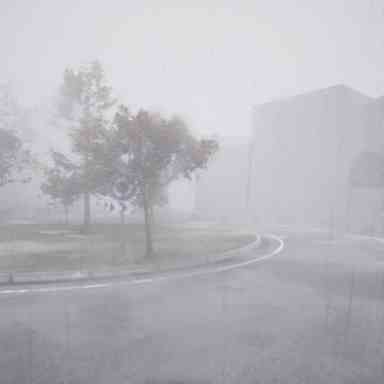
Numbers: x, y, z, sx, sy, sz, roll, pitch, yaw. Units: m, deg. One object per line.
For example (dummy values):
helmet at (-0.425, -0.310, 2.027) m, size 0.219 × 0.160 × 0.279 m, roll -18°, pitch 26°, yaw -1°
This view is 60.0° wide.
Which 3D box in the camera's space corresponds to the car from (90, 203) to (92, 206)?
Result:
car at (-25.220, 2.143, 72.024) m, size 5.566 × 2.045 × 2.435 m, roll 0°, pitch -2°, yaw -11°

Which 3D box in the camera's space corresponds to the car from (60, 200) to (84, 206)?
car at (-24.049, 2.091, 66.186) m, size 4.553 × 1.767 × 2.185 m, roll 0°, pitch -2°, yaw -11°

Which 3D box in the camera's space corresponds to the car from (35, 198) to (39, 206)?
car at (-38.833, 2.589, 76.818) m, size 5.366 × 1.575 × 1.946 m, roll 0°, pitch -2°, yaw -11°

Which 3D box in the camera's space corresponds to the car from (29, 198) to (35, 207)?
car at (-37.522, 2.132, 71.262) m, size 5.566 × 2.045 × 2.435 m, roll 0°, pitch -2°, yaw -11°

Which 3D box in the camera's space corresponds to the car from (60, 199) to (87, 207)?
car at (-24.621, 2.307, 69.162) m, size 5.008 × 1.535 × 2.097 m, roll 0°, pitch -2°, yaw -11°

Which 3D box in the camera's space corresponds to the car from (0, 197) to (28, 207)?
car at (-36.445, 1.965, 65.909) m, size 5.566 × 2.045 × 2.435 m, roll 0°, pitch -2°, yaw -11°

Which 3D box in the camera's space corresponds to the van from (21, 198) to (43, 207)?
van at (-39.588, 2.595, 82.234) m, size 4.442 × 1.987 × 1.878 m, roll 0°, pitch -3°, yaw -11°
